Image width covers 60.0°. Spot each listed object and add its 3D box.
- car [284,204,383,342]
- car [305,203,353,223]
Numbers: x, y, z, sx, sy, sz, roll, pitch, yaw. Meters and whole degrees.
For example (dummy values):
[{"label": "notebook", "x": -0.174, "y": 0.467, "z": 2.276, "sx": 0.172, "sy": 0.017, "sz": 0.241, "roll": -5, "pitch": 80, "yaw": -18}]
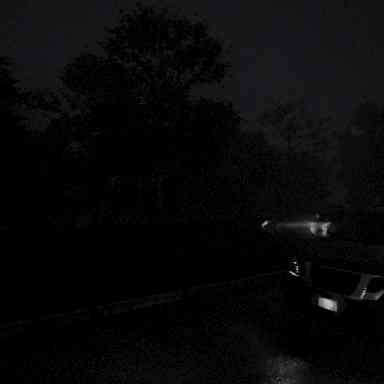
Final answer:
[{"label": "car", "x": 4.214, "y": 1.294, "z": 6.430, "sx": 5.566, "sy": 2.045, "sz": 2.150, "roll": 1, "pitch": 0, "yaw": -36}, {"label": "car", "x": 12.046, "y": 1.769, "z": 29.111, "sx": 2.128, "sy": 1.511, "sz": 4.902, "roll": 0, "pitch": -1, "yaw": 45}]
